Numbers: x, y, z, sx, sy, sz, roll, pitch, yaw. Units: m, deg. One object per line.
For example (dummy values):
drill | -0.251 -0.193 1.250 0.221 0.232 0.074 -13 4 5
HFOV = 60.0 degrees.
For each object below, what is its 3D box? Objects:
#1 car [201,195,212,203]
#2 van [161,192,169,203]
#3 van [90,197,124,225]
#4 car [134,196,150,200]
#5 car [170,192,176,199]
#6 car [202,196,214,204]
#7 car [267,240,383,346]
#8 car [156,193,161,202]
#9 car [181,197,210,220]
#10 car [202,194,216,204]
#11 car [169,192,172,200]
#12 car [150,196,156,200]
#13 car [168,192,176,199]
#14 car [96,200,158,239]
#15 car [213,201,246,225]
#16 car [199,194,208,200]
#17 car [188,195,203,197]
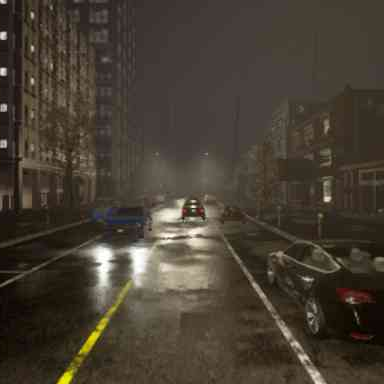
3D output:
car | 2.694 1.274 61.675 1.887 1.381 4.507 0 0 0
van | -5.687 1.071 61.675 1.690 1.788 3.998 0 0 0
van | -5.687 1.233 22.917 1.690 1.788 3.998 0 0 0
car | -5.687 1.370 33.822 1.752 1.417 4.829 0 0 0
car | -5.687 0.983 78.287 2.192 1.841 5.009 0 0 0
car | 2.694 1.333 56.137 1.802 1.307 4.206 0 0 0
car | 2.692 1.535 6.305 1.947 1.339 4.313 0 0 0
car | -5.687 1.238 45.066 1.967 1.590 4.097 0 0 0
car | 0.100 1.422 26.815 2.033 1.411 5.357 0 0 0
car | 2.694 1.214 50.600 1.967 1.590 4.097 0 0 0
car | -5.688 1.253 67.214 1.887 1.381 4.507 0 0 0
car | -5.687 1.403 39.529 1.802 1.307 4.206 0 0 0
car | -5.687 0.925 94.898 2.192 1.841 5.009 0 0 0
car | -3.098 1.397 16.877 1.882 1.535 5.008 0 0 0
car | 2.693 1.474 22.916 1.802 1.307 4.206 0 0 0
car | 2.693 1.233 78.286 1.947 1.339 4.313 0 0 0
car | 0.100 1.305 44.093 1.837 1.490 4.892 0 0 0
